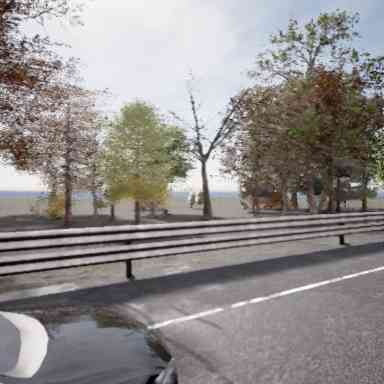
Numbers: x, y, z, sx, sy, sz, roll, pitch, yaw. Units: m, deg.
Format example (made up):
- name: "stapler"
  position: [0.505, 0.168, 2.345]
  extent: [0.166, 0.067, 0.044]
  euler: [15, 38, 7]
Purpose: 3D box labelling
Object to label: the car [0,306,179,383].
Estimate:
- name: "car"
  position: [-2.325, 1.483, 2.074]
  extent: [4.902, 1.511, 2.128]
  euler: [0, 0, -36]
